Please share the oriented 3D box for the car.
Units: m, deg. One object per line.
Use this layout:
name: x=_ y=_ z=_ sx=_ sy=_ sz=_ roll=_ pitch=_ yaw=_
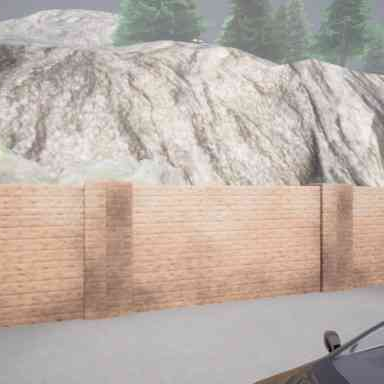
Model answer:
car: x=2.083 y=1.492 z=1.955 sx=4.902 sy=1.511 sz=2.128 roll=0 pitch=0 yaw=-19
